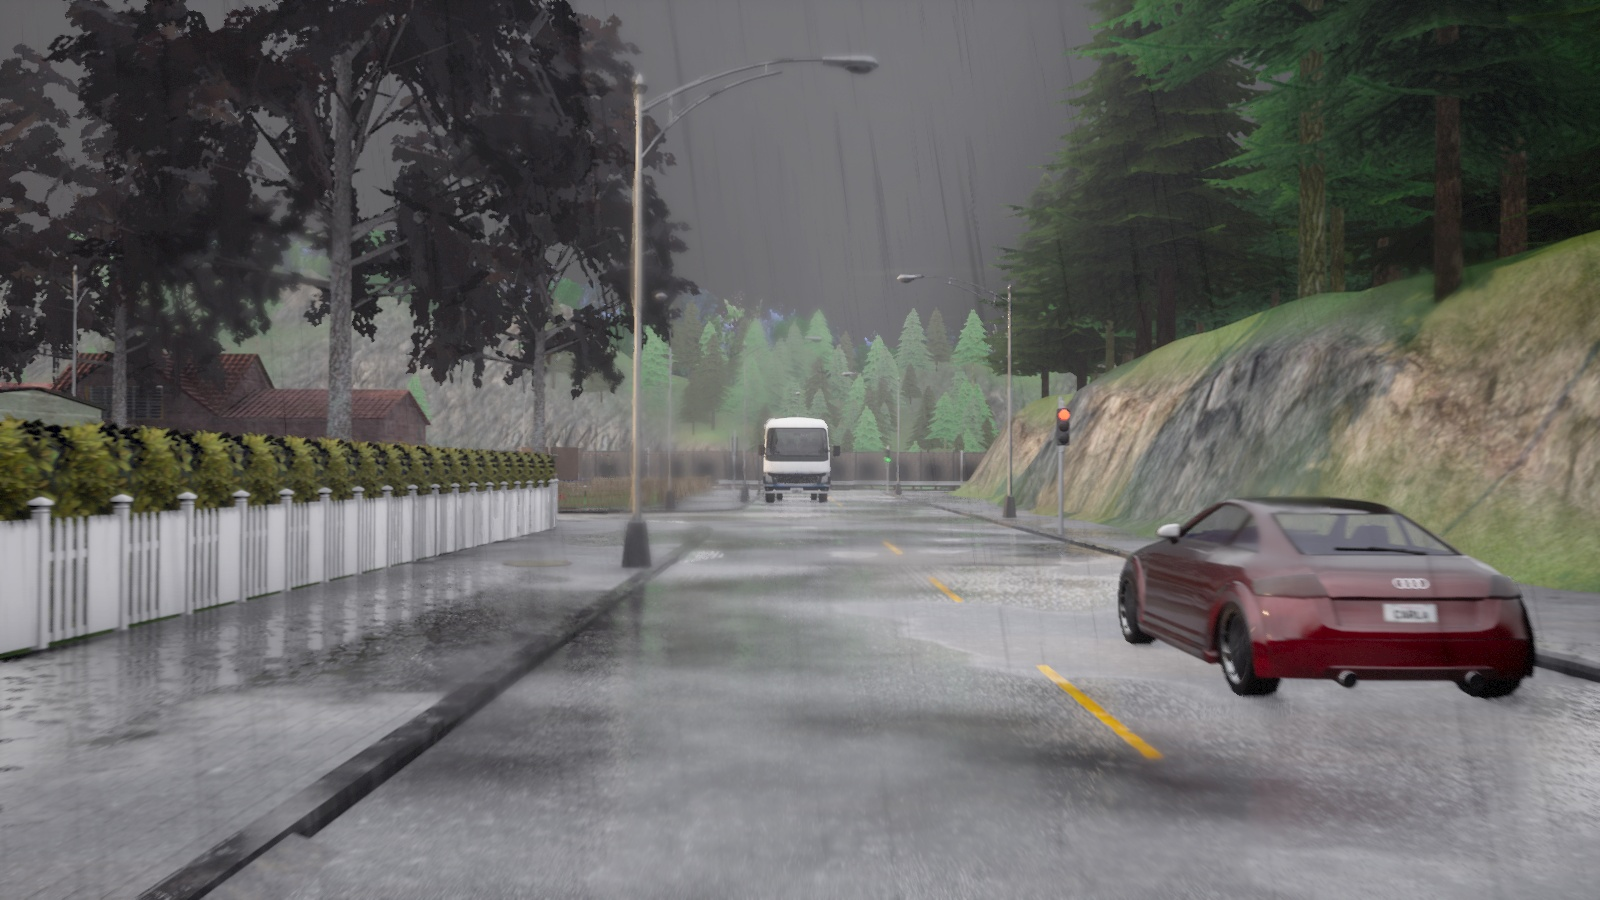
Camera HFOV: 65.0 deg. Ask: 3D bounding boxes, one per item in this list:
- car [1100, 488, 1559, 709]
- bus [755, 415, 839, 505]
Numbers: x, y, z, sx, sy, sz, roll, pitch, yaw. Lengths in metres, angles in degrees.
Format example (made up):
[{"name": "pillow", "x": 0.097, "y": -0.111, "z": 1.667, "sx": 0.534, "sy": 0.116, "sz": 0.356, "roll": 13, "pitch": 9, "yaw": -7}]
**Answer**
[{"name": "car", "x": 3.977, "y": 1.036, "z": 10.343, "sx": 1.994, "sy": 1.385, "sz": 4.181, "roll": 0, "pitch": -1, "yaw": 0}, {"name": "bus", "x": -0.155, "y": 0.526, "z": 64.972, "sx": 3.944, "sy": 4.253, "sz": 10.273, "roll": 0, "pitch": -1, "yaw": 0}]
